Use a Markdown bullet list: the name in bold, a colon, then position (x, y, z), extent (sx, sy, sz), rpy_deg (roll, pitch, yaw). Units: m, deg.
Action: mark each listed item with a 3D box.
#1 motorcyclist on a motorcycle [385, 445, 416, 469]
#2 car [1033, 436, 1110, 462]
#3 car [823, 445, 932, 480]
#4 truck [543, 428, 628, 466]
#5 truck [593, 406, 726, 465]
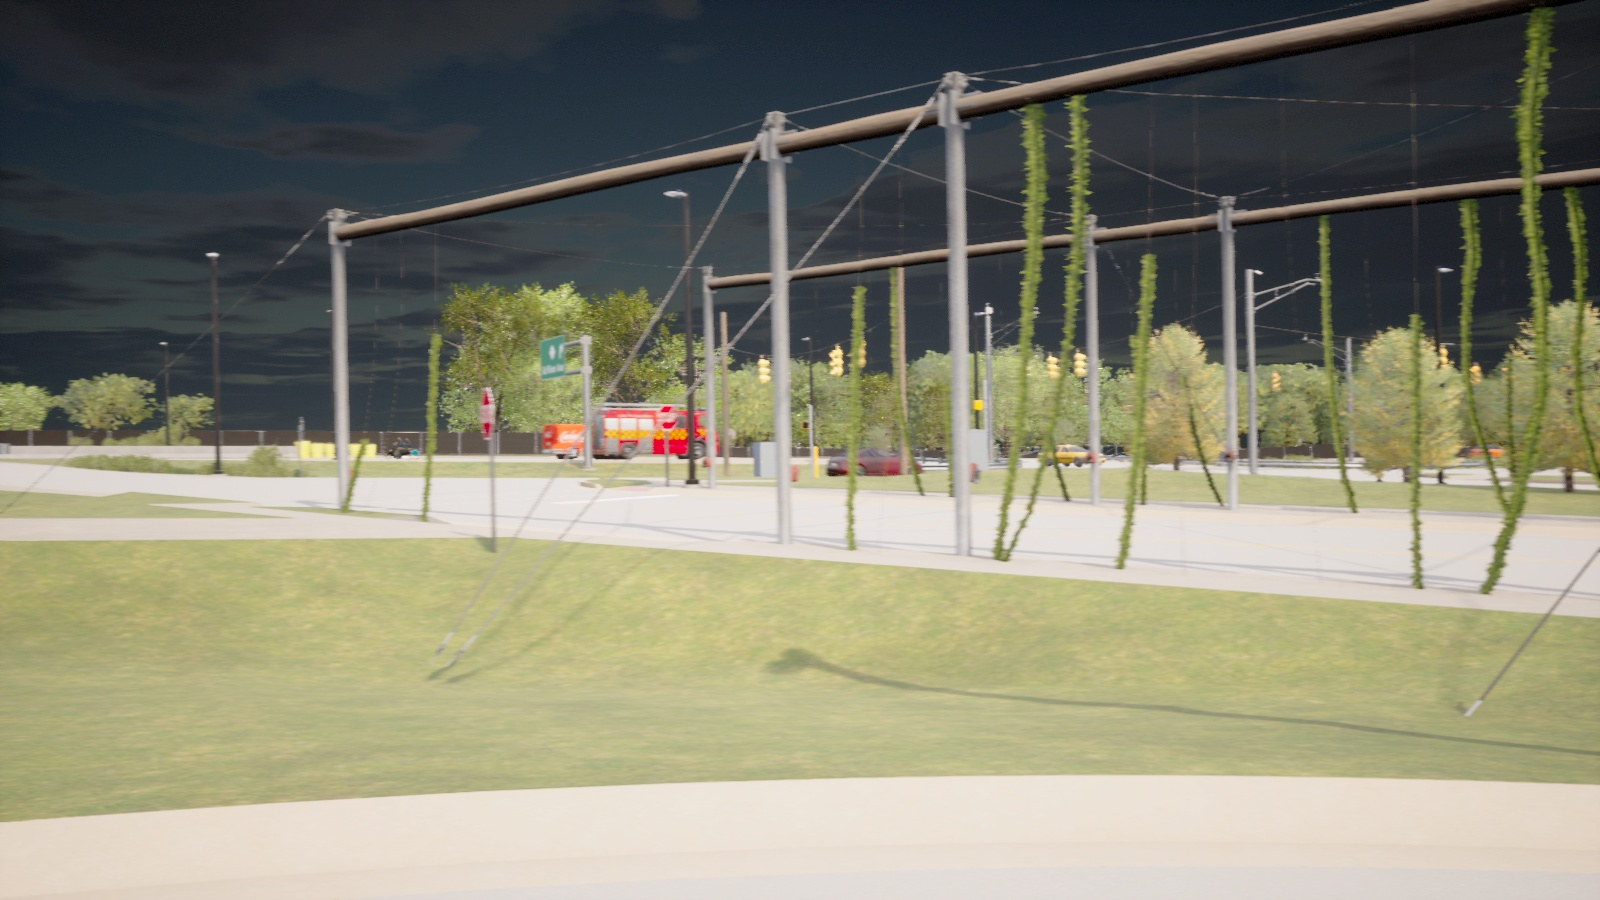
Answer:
- **motorcyclist on a motorcycle**: position (-26.925, 0.495, 84.666), extent (1.817, 1.590, 0.866), rpy_deg (-1, 0, -28)
- **car**: position (17.769, -0.045, 82.384), extent (1.801, 1.575, 5.366), rpy_deg (-1, 0, -29)
- **car**: position (3.314, 0.522, 53.420), extent (4.181, 1.385, 1.994), rpy_deg (-1, -1, -29)
- **truck**: position (-14.858, -0.214, 87.133), extent (5.204, 2.467, 2.627), rpy_deg (-1, 0, -28)
- **truck**: position (-9.575, -1.022, 85.993), extent (8.468, 3.827, 2.891), rpy_deg (-1, 0, -28)
